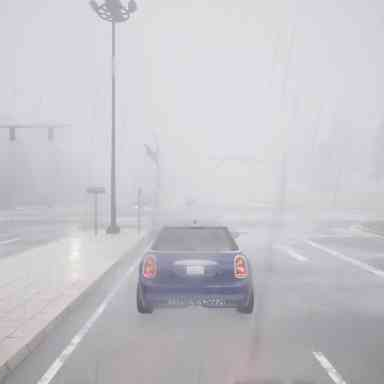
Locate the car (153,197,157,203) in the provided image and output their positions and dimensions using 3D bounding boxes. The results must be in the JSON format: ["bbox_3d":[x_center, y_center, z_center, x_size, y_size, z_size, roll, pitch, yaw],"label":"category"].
[{"bbox_3d":[-8.364,1.547,65.589,2.033,1.411,5.357,0,0,0],"label":"car"}]

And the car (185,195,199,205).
[{"bbox_3d":[-0.157,1.526,54.615,1.812,1.442,4.674,0,0,-1],"label":"car"}]

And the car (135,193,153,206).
[{"bbox_3d":[-8.266,1.352,55.975,2.097,1.767,4.553,0,0,-1],"label":"car"}]

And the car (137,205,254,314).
[{"bbox_3d":[0.071,1.352,7.796,2.097,1.767,4.553,0,0,0],"label":"car"}]
